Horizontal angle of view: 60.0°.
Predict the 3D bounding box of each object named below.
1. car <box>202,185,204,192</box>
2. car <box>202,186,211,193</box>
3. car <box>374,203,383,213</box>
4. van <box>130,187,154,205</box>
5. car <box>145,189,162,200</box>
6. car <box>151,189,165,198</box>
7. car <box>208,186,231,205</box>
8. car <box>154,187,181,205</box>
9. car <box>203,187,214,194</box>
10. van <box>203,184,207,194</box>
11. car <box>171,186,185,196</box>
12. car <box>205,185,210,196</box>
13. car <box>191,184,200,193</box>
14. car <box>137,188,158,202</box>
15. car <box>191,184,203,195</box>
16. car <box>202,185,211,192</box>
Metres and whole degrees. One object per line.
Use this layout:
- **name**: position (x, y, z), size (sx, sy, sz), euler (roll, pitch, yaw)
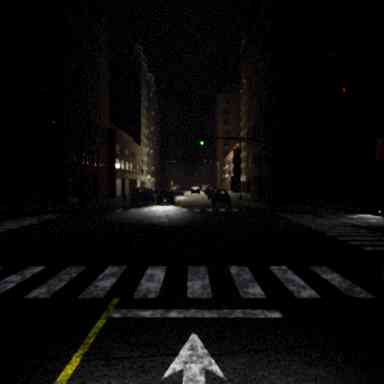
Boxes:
- **car**: position (3.362, -0.171, 63.984), size (1.752, 1.417, 4.829), euler (0, 2, 1)
- **car**: position (3.549, -0.706, 80.813), size (1.967, 1.590, 4.097), euler (0, 2, 1)
- **car**: position (15.500, 0.951, 22.742), size (5.357, 1.411, 2.033), euler (0, 2, 0)
- **van**: position (-5.481, 0.401, 35.567), size (1.690, 1.788, 3.998), euler (0, 2, 1)
- **car**: position (-5.354, 0.327, 46.905), size (1.947, 1.339, 4.313), euler (0, 2, 1)
- **car**: position (-5.292, 0.193, 52.572), size (1.802, 1.307, 4.206), euler (0, 2, 1)
- **car**: position (3.045, 0.498, 35.477), size (1.967, 1.590, 4.097), euler (0, 2, 1)
- **car**: position (-2.708, 0.534, 36.043), size (2.128, 1.511, 4.902), euler (0, 2, 1)
- **car**: position (3.423, -0.292, 69.482), size (2.008, 1.369, 4.403), euler (0, 2, 1)
- **van**: position (3.296, -0.200, 58.142), size (1.690, 1.788, 3.998), euler (0, 2, 1)
- **car**: position (-2.393, 0.073, 57.754), size (1.895, 1.301, 4.718), euler (0, 2, 1)
- **car**: position (3.170, 0.199, 46.811), size (1.967, 1.590, 4.097), euler (0, 2, 1)
- **car**: position (0.826, -0.825, 75.850), size (2.097, 1.767, 4.553), euler (0, 2, 1)
- **car**: position (-5.418, 0.350, 41.236), size (1.967, 1.590, 4.097), euler (0, 2, 1)
- **car**: position (0.711, -0.243, 65.472), size (2.128, 1.511, 4.902), euler (0, 2, 1)
- **car**: position (3.611, -0.984, 86.476), size (2.192, 1.841, 5.009), euler (0, 2, 1)
